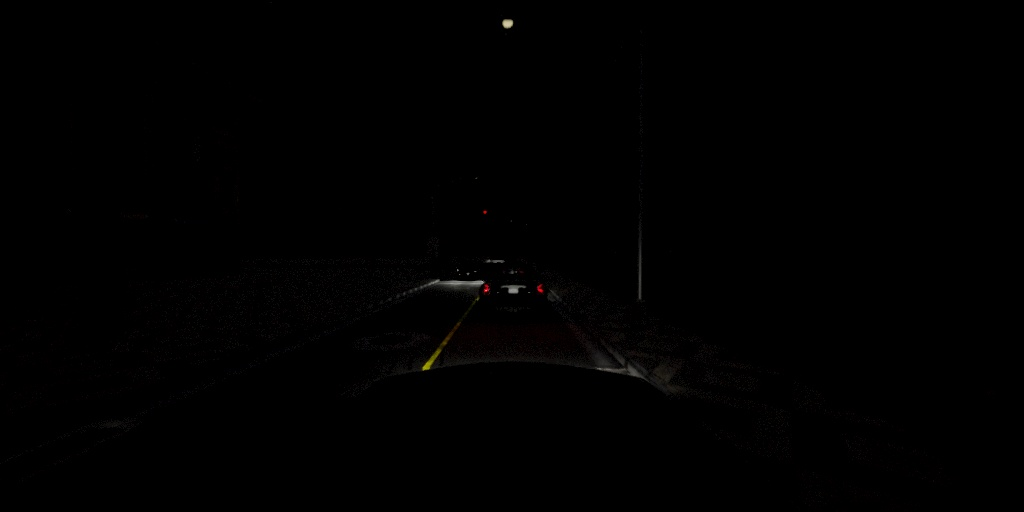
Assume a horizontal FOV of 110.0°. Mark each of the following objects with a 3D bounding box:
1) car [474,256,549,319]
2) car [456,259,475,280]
[{"bbox_3d":[0.054,0.997,12.485,2.097,1.767,4.553,0,1,0],"label":"car"},{"bbox_3d":[-3.087,0.998,27.570,1.837,1.490,4.892,0,0,0],"label":"car"}]
